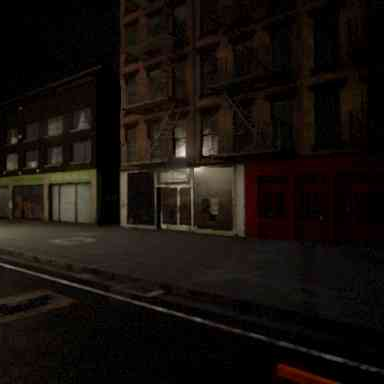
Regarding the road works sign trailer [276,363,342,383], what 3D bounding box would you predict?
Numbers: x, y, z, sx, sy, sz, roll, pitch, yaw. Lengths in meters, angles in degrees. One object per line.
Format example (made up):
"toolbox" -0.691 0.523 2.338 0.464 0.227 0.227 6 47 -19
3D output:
"road works sign trailer" 2.016 0.495 2.529 2.880 3.560 2.380 0 -1 37
